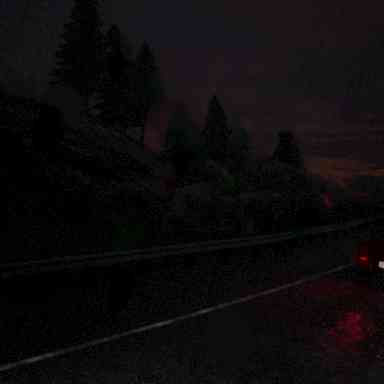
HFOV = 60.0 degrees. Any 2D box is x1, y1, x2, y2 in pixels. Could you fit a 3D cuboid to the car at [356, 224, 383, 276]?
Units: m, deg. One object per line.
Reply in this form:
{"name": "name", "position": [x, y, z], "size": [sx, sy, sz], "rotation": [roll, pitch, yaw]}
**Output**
{"name": "car", "position": [6.248, 1.569, 9.450], "size": [4.674, 1.442, 1.812], "rotation": [0, 0, -44]}
